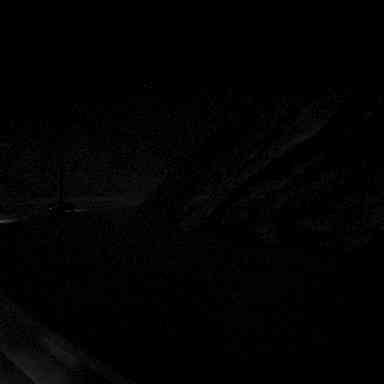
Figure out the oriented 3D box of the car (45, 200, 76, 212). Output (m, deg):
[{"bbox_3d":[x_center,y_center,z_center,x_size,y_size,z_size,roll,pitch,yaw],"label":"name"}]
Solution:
[{"bbox_3d":[-15.759,1.679,39.970,1.812,1.442,4.674,0,0,7],"label":"car"}]
